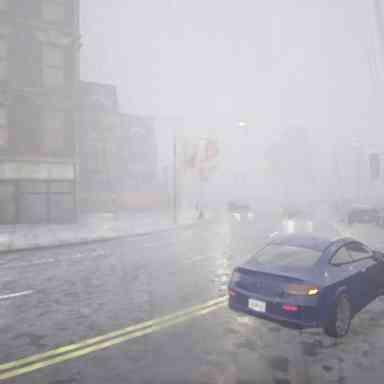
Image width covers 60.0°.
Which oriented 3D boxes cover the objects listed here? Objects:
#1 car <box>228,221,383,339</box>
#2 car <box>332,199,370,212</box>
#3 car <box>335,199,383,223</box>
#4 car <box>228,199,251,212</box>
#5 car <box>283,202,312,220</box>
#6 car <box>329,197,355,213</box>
[{"bbox_3d":[2.595,1.546,6.672,1.812,1.442,4.674,0,0,44],"label":"car"},{"bbox_3d":[19.640,1.616,41.293,2.002,1.452,4.674,0,0,-7],"label":"car"},{"bbox_3d":[11.928,1.532,23.952,1.882,1.535,5.008,0,0,15],"label":"car"},{"bbox_3d":[5.781,1.637,40.997,1.882,1.535,5.008,0,0,-9],"label":"car"},{"bbox_3d":[9.251,1.617,29.427,1.812,1.442,4.674,0,0,6],"label":"car"},{"bbox_3d":[16.693,1.438,36.179,2.097,1.767,4.553,0,0,1],"label":"car"}]
